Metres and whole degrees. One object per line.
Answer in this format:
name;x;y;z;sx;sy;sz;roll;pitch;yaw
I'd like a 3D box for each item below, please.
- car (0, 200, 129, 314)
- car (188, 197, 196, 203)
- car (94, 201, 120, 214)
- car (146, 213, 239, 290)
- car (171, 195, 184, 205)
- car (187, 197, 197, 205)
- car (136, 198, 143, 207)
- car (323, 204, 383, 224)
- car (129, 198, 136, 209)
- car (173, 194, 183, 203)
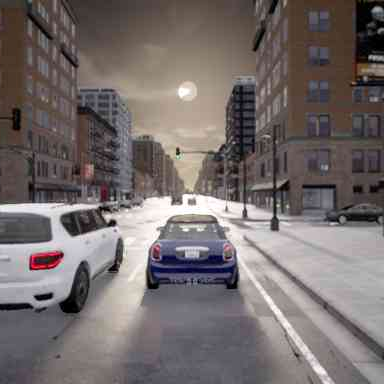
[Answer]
car;-3.150;1.265;7.833;2.150;2.045;5.566;0;0;0
car;-0.020;1.866;79.449;1.895;1.301;4.718;0;0;0
car;-9.860;1.803;38.897;1.895;1.301;4.718;0;0;0
car;0.025;1.401;9.375;2.097;1.767;4.553;0;0;0
car;-3.181;1.574;69.748;2.150;2.045;5.566;0;0;0
car;-0.018;1.841;68.999;2.128;1.511;4.902;0;0;0
car;-9.842;1.807;59.331;1.837;1.490;4.892;0;0;0
car;12.715;1.678;25.640;4.892;1.490;1.837;0;-1;2
car;-9.874;1.816;48.928;1.994;1.385;4.181;0;0;-1
car;-3.270;1.629;80.138;2.150;2.045;5.566;0;0;0
